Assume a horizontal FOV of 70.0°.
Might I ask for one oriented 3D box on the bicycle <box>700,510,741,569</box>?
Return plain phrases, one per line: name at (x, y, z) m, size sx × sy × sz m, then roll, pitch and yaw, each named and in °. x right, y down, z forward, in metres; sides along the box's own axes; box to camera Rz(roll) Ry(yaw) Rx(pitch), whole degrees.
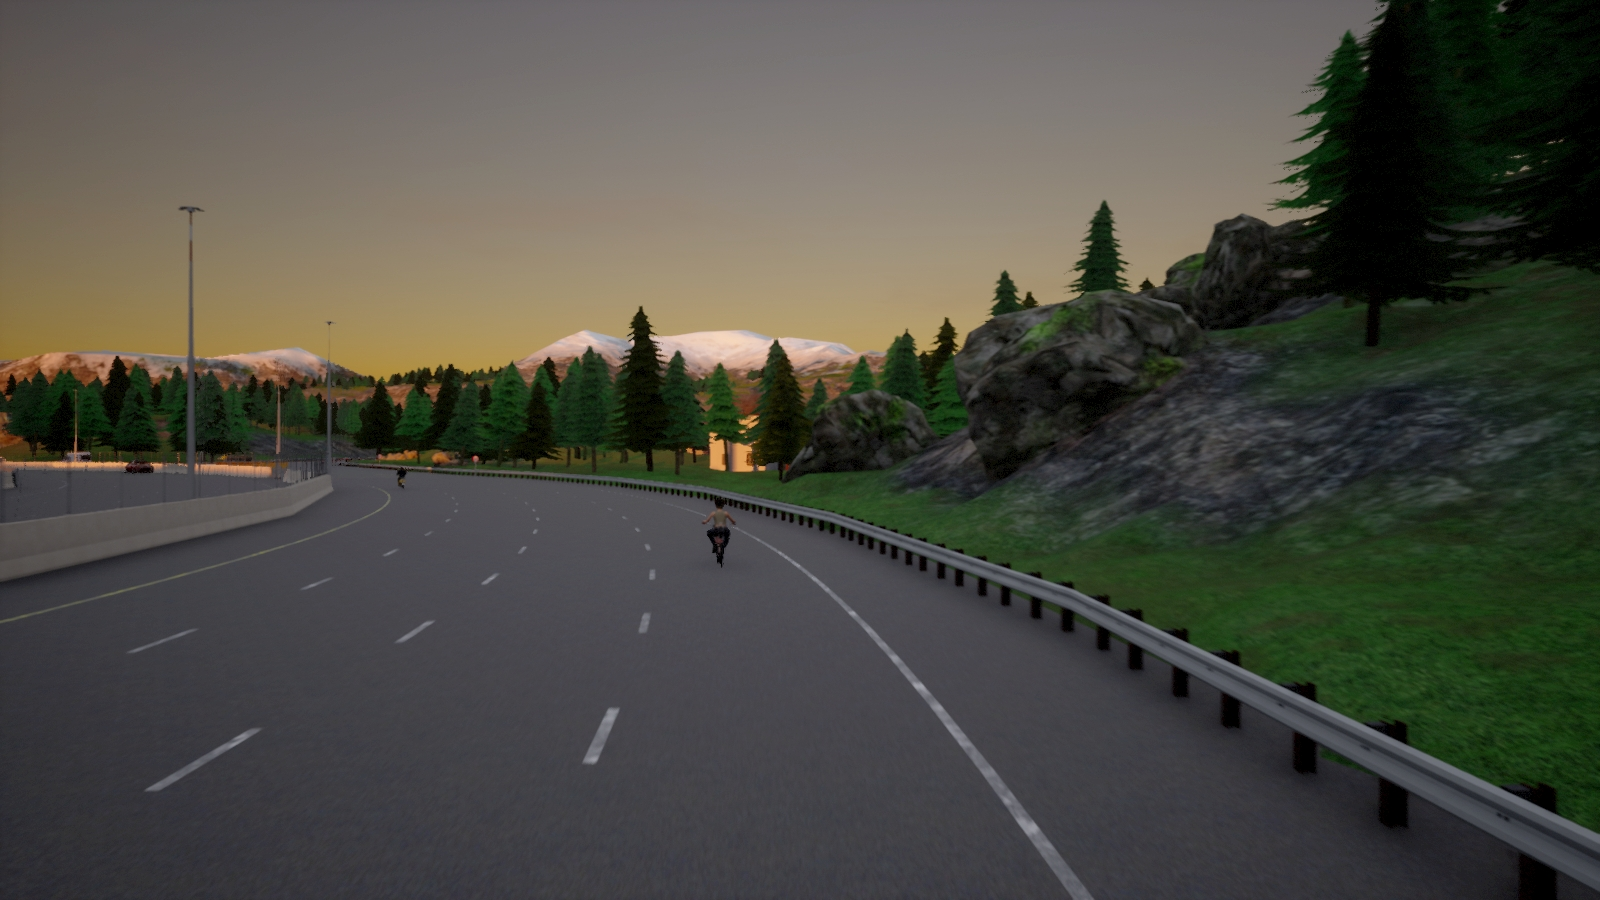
bicycle at (-1.945, 2.151, 27.698) m, size 0.859 × 1.295 × 1.487 m, roll 0°, pitch 0°, yaw -8°
